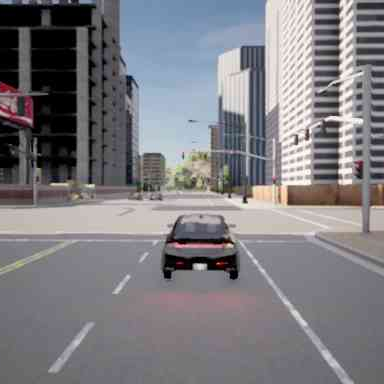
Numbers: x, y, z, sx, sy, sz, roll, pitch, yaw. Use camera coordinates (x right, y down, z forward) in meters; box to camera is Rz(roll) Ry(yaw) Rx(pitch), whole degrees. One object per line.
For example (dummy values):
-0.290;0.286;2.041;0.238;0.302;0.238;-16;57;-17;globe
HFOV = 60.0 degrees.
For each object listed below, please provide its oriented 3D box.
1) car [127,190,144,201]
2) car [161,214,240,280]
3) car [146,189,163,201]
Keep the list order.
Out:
-9.475;0.796;55.512;1.812;1.442;4.674;0;1;2;car
0.265;1.365;9.522;2.128;1.511;4.902;0;0;2;car
-5.973;0.764;55.655;2.128;1.511;4.902;0;1;2;car
